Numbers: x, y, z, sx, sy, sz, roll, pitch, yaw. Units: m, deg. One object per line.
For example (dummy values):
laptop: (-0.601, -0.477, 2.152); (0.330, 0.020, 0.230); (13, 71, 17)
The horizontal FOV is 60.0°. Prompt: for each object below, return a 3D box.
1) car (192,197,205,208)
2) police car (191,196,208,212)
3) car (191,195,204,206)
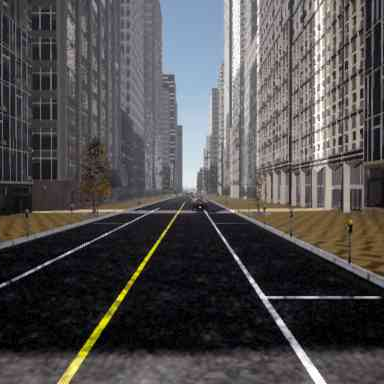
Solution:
car: (0.900, 1.496, 49.057); (1.882, 1.535, 5.008); (0, 0, 0)
police car: (0.900, 1.434, 39.167); (1.930, 1.638, 5.238); (0, 0, 0)
car: (0.897, 1.378, 55.026); (2.097, 1.767, 4.553); (0, 0, 0)
